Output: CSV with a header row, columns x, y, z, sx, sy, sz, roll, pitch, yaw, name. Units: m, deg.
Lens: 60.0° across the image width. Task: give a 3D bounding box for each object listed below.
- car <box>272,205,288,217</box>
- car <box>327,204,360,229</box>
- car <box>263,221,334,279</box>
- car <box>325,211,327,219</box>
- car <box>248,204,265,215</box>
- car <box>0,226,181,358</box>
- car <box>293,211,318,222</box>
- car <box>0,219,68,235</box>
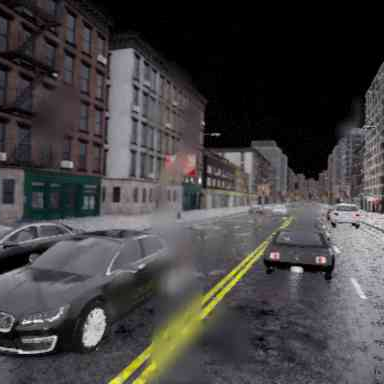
x,y,z,sx,sy,sz,roll,pitch,yaw,name
12.032,2.556,45.367,1.812,1.442,4.674,2,-1,20,car
13.581,2.092,29.689,2.150,2.045,5.566,2,-1,20,car
3.617,1.879,11.171,1.895,1.301,4.718,2,-1,19,car
17.229,2.688,40.265,2.033,1.411,5.357,2,-1,20,car
9.239,2.485,47.211,1.812,1.442,4.674,2,-1,20,car
-1.723,1.534,6.397,1.837,1.490,4.892,2,-1,19,car
9.716,2.321,28.452,1.895,1.301,4.718,2,-1,19,car
-4.540,1.448,8.179,2.128,1.511,4.902,2,-1,19,car
